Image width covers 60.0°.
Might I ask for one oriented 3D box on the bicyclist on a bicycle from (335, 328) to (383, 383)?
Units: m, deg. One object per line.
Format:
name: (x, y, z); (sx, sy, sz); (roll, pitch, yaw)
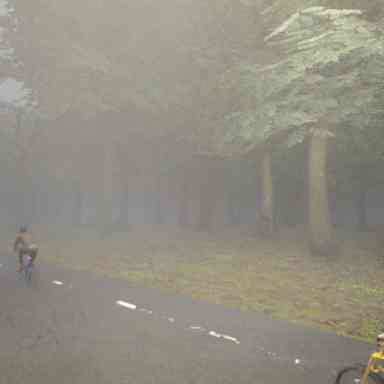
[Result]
bicyclist on a bicycle: (2.182, 1.615, 3.280); (1.509, 1.612, 0.866); (-1, -3, 42)

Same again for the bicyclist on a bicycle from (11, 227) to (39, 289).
bicyclist on a bicycle: (-4.670, 1.815, 9.287); (1.656, 1.620, 0.582); (-2, -4, 41)
